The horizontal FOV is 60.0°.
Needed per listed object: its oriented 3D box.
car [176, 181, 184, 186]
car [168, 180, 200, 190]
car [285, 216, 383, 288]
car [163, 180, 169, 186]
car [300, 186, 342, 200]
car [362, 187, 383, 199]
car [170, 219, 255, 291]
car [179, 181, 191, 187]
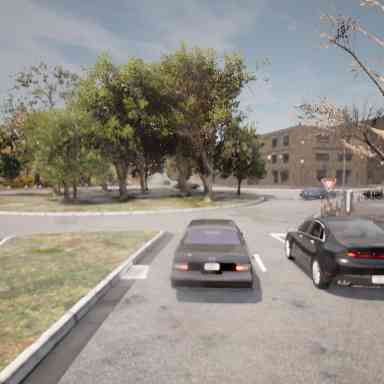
[{"bbox_3d":[-3.077,-2.197,84.100,1.895,1.301,4.718,0,2,-4],"label":"car"},{"bbox_3d":[-1.074,-1.132,58.441,5.357,1.411,2.033,3,4,40],"label":"car"},{"bbox_3d":[3.807,1.405,8.877,1.837,1.490,4.892,0,1,4],"label":"car"},{"bbox_3d":[-6.344,-2.283,84.108,1.837,1.490,4.892,0,2,-4],"label":"car"},{"bbox_3d":[14.577,0.075,37.488,5.357,1.411,2.033,-2,4,-30],"label":"car"},{"bbox_3d":[21.750,0.091,37.759,4.718,1.301,1.895,-2,4,-25],"label":"car"},{"bbox_3d":[0.549,1.439,8.951,2.033,1.411,5.357,0,1,4],"label":"car"},{"bbox_3d":[-1.624,-1.877,74.006,1.895,1.301,4.718,-1,2,-9],"label":"car"}]
